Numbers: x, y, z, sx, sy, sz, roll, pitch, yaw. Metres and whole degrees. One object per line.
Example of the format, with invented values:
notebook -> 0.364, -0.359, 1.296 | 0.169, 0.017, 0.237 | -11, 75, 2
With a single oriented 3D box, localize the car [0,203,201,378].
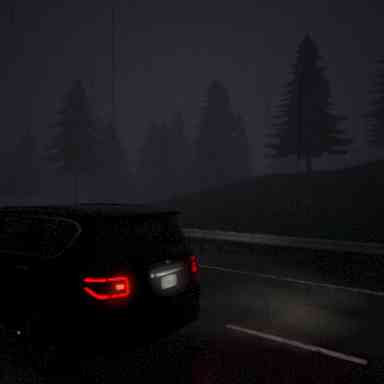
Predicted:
car -> -2.469, 1.220, 5.761 | 5.566, 2.045, 2.150 | 0, 0, 36

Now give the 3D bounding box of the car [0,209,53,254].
car -> -8.476, 1.543, 14.360 | 5.357, 1.411, 2.033 | 0, 0, 36
